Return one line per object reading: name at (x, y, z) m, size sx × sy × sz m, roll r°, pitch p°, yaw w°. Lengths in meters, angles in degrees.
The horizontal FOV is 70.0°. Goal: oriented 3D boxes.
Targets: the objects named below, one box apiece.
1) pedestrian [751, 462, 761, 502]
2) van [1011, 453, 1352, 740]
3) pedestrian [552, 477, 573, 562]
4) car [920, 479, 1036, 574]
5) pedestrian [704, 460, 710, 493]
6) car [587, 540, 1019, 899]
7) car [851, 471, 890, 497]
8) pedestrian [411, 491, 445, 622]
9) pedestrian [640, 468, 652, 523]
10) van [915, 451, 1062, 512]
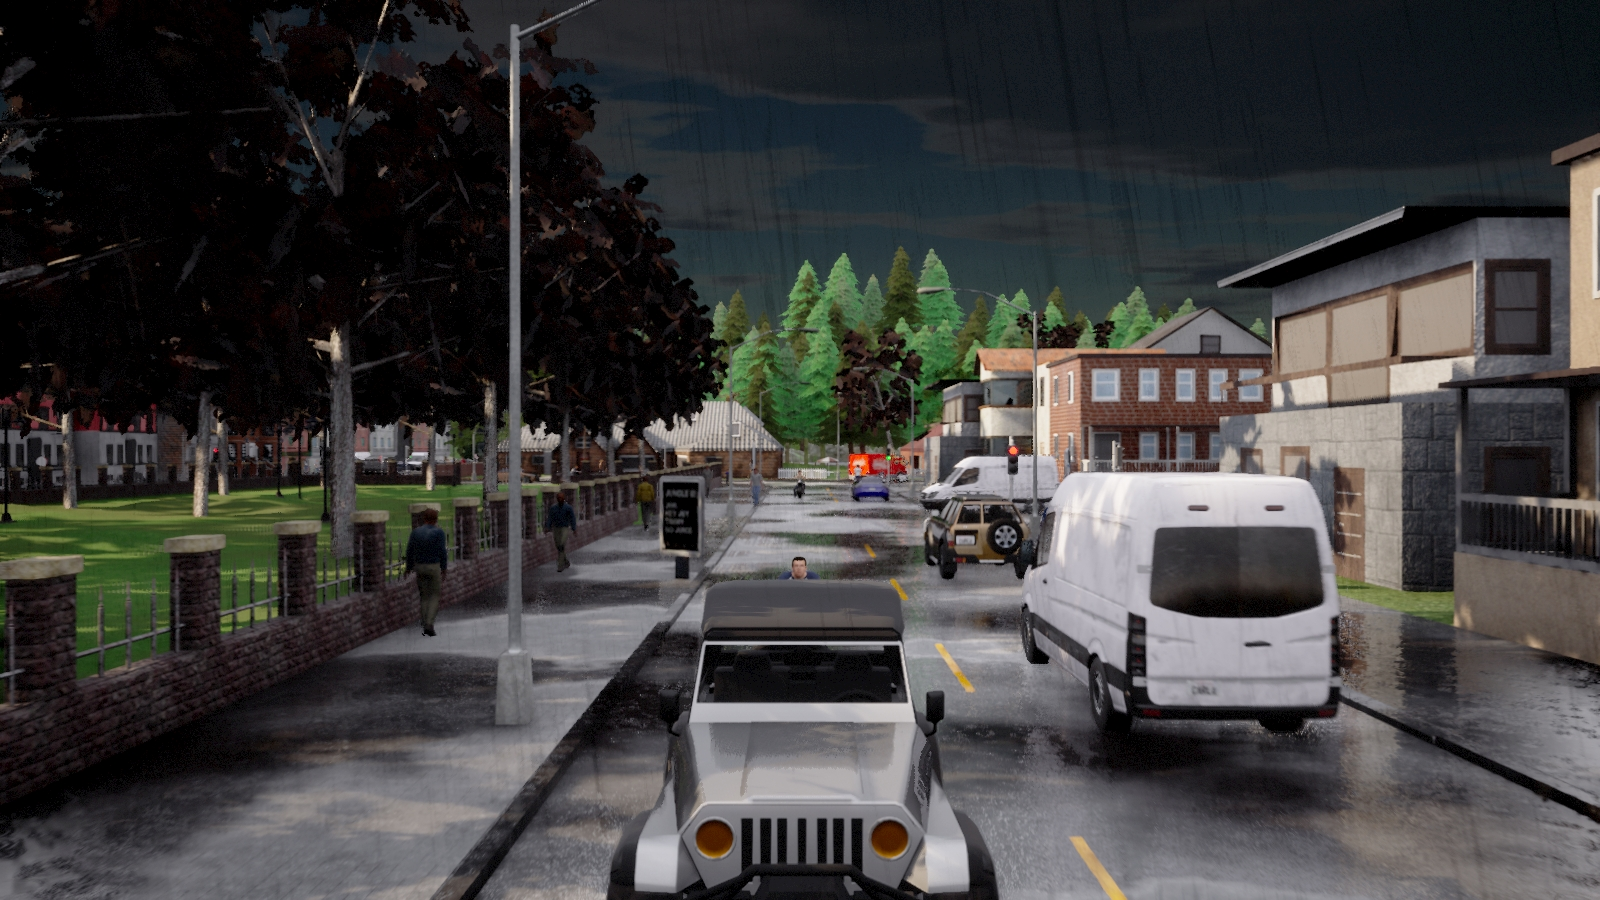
pedestrian at (-2.109, 1.526, 54.570) m, size 0.375 × 1.860 × 0.375 m, roll 0°, pitch 0°, yaw 11°
van at (3.957, 1.314, 13.178) m, size 1.988 × 2.561 × 5.915 m, roll 0°, pitch 0°, yaw 0°
pedestrian at (-5.256, 1.525, 25.303) m, size 0.375 × 1.860 × 0.375 m, roll 0°, pitch 0°, yaw 6°
car at (3.937, 1.644, 26.037) m, size 1.932 × 1.855 × 4.605 m, roll 0°, pitch 0°, yaw 0°
pedestrian at (-5.351, 1.527, 65.735) m, size 0.375 × 1.860 × 0.375 m, roll 0°, pitch 0°, yaw -2°
car at (0.019, 1.637, 6.968) m, size 1.905 × 1.878 × 3.866 m, roll 0°, pitch 0°, yaw 0°
car at (3.983, 1.900, 65.101) m, size 1.994 × 1.385 × 4.181 m, roll 0°, pitch 0°, yaw 0°
pedestrian at (-5.367, 1.525, 16.502) m, size 0.375 × 1.860 × 0.375 m, roll 0°, pitch 0°, yaw 0°
pedestrian at (-5.201, 1.526, 38.506) m, size 0.375 × 1.860 × 0.375 m, roll 0°, pitch 0°, yaw -2°
van at (8.108, 1.316, 49.310) m, size 5.915 × 2.561 × 1.988 m, roll 0°, pitch 0°, yaw -8°
